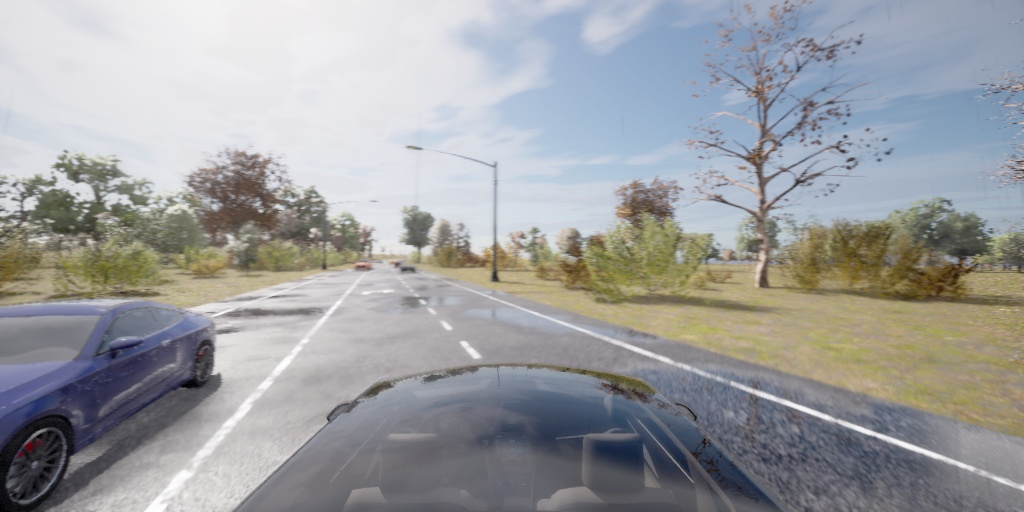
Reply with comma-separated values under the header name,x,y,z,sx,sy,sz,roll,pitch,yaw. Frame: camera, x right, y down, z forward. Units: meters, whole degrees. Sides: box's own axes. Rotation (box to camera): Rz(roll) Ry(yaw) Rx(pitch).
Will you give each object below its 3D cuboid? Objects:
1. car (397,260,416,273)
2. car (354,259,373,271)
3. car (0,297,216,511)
name,x,y,z,sx,sy,sz,roll,pitch,yaw
car,-14.298,1.571,49.007,1.895,1.301,4.718,1,0,-20
car,-22.568,1.271,54.547,2.097,1.767,4.553,1,0,-14
car,-5.061,1.243,3.939,1.812,1.442,4.674,1,0,-20
